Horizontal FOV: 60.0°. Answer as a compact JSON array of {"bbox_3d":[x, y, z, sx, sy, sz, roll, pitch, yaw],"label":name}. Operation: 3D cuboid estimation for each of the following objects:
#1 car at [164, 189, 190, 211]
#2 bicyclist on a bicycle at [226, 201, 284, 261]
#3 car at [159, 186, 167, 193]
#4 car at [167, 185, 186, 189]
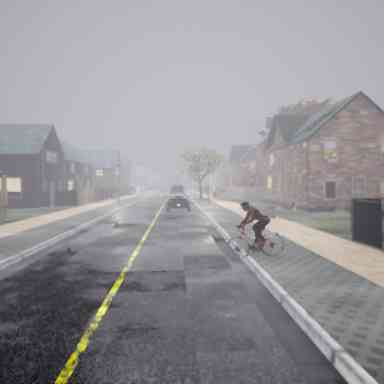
[{"bbox_3d":[-1.119,0.752,27.339,1.812,1.442,4.674,0,2,-3],"label":"car"},{"bbox_3d":[1.693,1.054,9.166,1.656,1.620,0.582,-6,2,-3],"label":"bicyclist on a bicycle"},{"bbox_3d":[-6.240,-0.555,75.357,1.812,1.442,4.674,0,1,-3],"label":"car"},{"bbox_3d":[-2.122,-0.078,48.564,2.150,2.045,5.566,0,2,-3],"label":"car"}]
